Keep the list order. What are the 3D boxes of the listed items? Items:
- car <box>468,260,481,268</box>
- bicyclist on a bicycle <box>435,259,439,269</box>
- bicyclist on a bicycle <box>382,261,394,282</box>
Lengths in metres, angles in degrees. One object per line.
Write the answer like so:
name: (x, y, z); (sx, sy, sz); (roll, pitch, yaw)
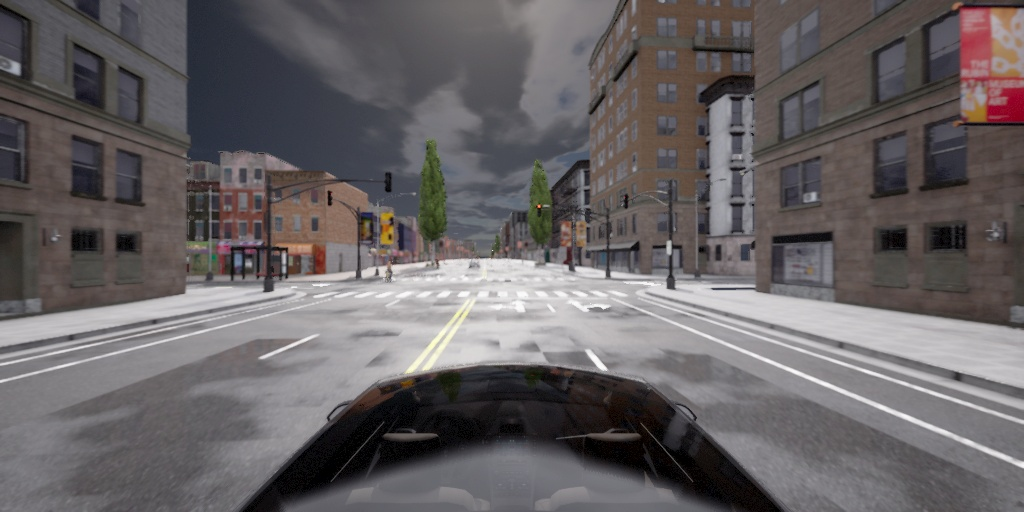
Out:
car: (-6.174, 1.356, 59.224); (1.895, 1.301, 4.718); (0, 0, -4)
bicyclist on a bicycle: (-11.578, 1.208, 55.501); (0.582, 1.620, 1.656); (0, 0, -2)
bicyclist on a bicycle: (-9.431, 1.178, 27.376); (0.866, 1.612, 1.509); (0, 0, -3)
